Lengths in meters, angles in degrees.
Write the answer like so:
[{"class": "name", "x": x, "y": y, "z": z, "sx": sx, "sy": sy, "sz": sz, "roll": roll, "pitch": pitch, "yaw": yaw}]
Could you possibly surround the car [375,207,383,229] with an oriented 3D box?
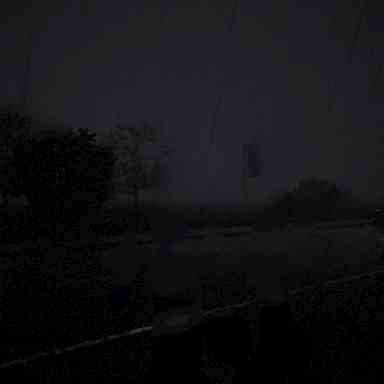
[{"class": "car", "x": 13.548, "y": 1.198, "z": 20.027, "sx": 5.566, "sy": 2.045, "sz": 2.150, "roll": 0, "pitch": 0, "yaw": -27}]
